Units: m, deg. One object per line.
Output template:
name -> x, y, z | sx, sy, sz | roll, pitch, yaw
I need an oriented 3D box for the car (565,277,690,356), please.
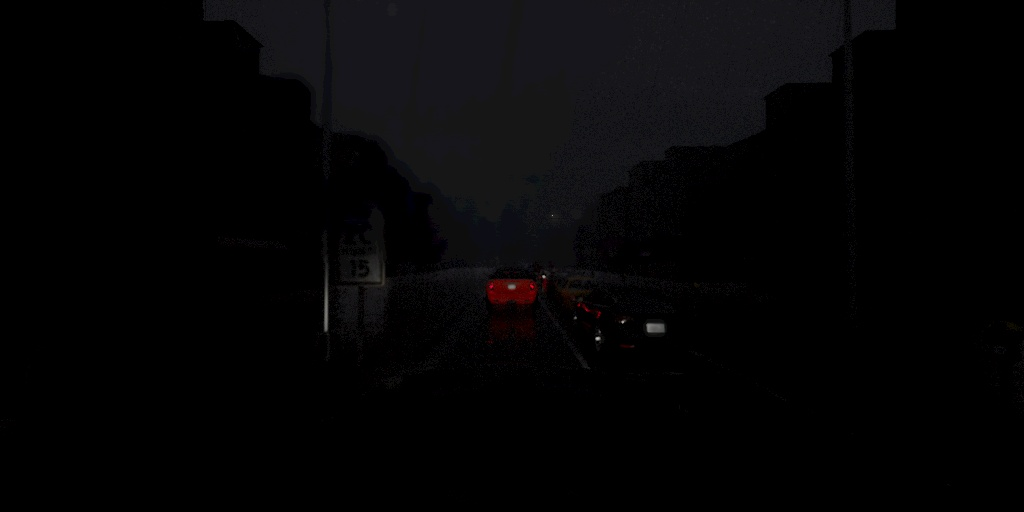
car -> 2.637, 1.384, 8.669 | 1.948, 1.339, 4.313 | 0, 0, 0

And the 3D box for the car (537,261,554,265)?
car -> 2.631, 1.362, 30.562 | 2.192, 1.841, 5.009 | 0, 0, 0

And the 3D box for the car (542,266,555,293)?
car -> 2.634, 1.475, 19.616 | 1.888, 1.381, 4.507 | 0, 0, 0

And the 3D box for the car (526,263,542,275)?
car -> 3.003, 1.749, 49.277 | 1.882, 1.535, 5.008 | 0, -1, 0

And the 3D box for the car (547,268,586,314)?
car -> 2.635, 1.398, 14.311 | 1.751, 1.417, 4.829 | 0, 0, 0

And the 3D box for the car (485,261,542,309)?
car -> -0.001, 1.242, 15.945 | 2.097, 1.767, 4.553 | 0, -1, 0
